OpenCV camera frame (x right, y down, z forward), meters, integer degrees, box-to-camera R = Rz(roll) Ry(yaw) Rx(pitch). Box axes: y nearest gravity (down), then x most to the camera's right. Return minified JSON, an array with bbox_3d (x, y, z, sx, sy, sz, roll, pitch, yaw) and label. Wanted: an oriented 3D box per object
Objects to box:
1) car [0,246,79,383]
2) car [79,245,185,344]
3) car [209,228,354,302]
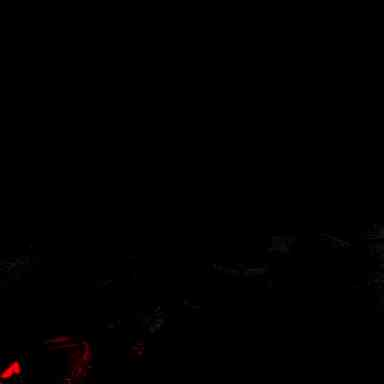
[{"bbox_3d":[-3.465,1.221,0.910,5.566,2.045,2.150,0,0,-35],"label":"car"},{"bbox_3d":[-2.115,1.566,5.027,4.313,1.339,1.947,0,0,-35],"label":"car"},{"bbox_3d":[2.365,1.582,8.220,4.206,1.307,1.802,0,0,-35],"label":"car"}]
